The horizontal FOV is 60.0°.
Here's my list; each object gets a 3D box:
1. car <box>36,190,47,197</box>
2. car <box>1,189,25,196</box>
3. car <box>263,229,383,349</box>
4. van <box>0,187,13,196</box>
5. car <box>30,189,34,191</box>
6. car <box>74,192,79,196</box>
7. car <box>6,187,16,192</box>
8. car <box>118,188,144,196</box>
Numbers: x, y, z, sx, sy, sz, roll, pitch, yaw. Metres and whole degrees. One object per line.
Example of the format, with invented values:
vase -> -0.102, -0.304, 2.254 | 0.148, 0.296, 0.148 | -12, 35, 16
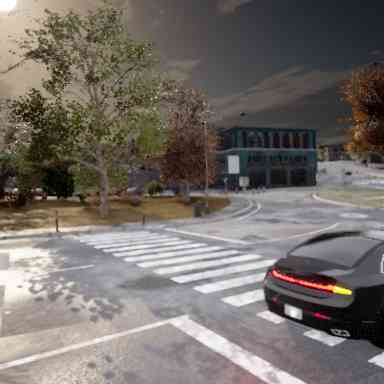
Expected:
car -> -28.326, 0.017, 67.599 | 2.435, 2.045, 5.566 | 0, 2, 18
car -> -42.296, 0.083, 78.712 | 2.097, 1.535, 5.008 | -1, 3, 19
car -> 3.451, 1.458, 6.155 | 4.892, 1.490, 1.837 | -1, 0, -35
van -> -46.923, -0.209, 82.357 | 1.878, 1.987, 4.442 | 0, 3, 19
car -> -30.671, 0.252, 69.458 | 2.231, 1.521, 4.892 | -1, 2, 18
car -> -21.229, 0.001, 62.238 | 2.435, 2.045, 5.566 | -2, 2, 17
car -> -39.971, 0.118, 76.852 | 2.097, 1.535, 5.008 | 0, 3, 19
car -> -9.272, 0.061, 53.379 | 2.231, 1.521, 4.892 | -1, 2, 16
